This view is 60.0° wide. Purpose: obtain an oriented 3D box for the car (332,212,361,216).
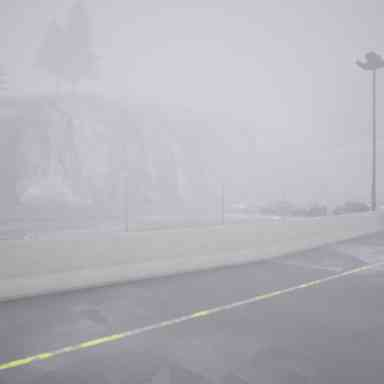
[{"bbox_3d":[14.258,1.622,29.788,4.902,1.511,2.128,0,0,-44],"label":"car"}]
